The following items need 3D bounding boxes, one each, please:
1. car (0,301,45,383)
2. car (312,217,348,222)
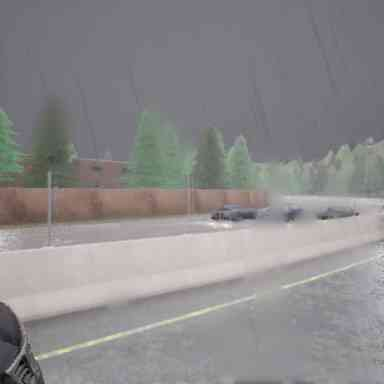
[{"bbox_3d":[-3.554,1.217,1.239,5.566,2.045,2.150,1,0,-35],"label":"car"},{"bbox_3d":[9.779,1.643,22.595,1.895,1.301,4.718,0,0,41],"label":"car"}]
